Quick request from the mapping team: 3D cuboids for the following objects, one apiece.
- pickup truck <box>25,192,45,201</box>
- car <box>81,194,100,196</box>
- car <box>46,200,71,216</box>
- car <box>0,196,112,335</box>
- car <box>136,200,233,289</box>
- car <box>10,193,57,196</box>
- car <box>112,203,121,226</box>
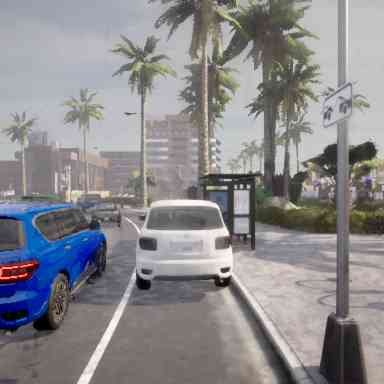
[{"bbox_3d":[-39.879,1.062,84.673,2.390,2.098,6.274,0,0,-1],"label":"pickup truck"},{"bbox_3d":[-11.544,1.216,37.436,2.150,2.045,5.566,0,0,-27],"label":"car"},{"bbox_3d":[-13.628,1.538,33.766,2.033,1.411,5.357,0,0,-26],"label":"car"},{"bbox_3d":[-3.306,1.222,6.908,2.150,2.045,5.566,0,0,-4],"label":"car"},{"bbox_3d":[-0.340,1.219,9.382,2.150,2.045,5.566,0,0,-5],"label":"car"},{"bbox_3d":[-8.569,1.211,19.416,2.150,2.045,5.566,0,-1,-14],"label":"car"},{"bbox_3d":[-6.001,1.488,23.199,2.128,1.511,4.902,0,0,-15],"label":"car"}]
